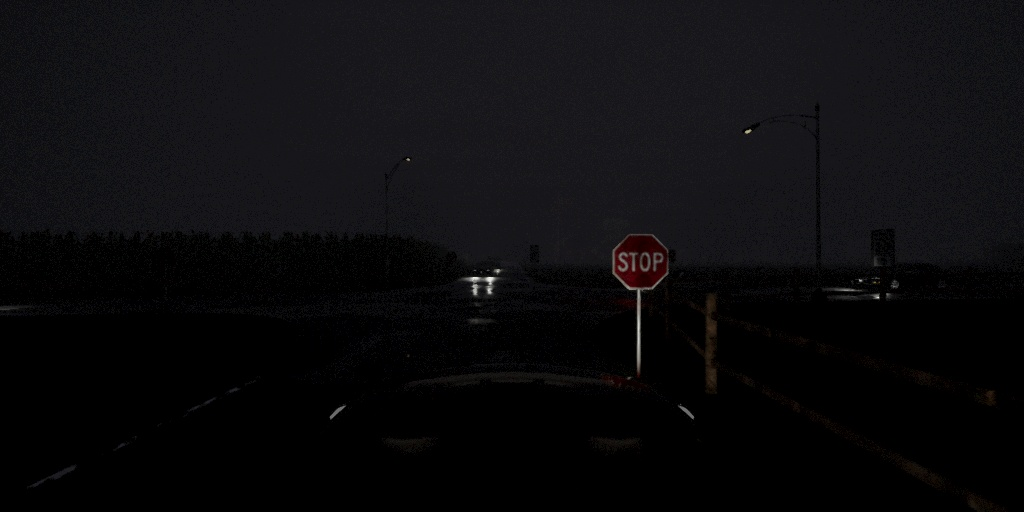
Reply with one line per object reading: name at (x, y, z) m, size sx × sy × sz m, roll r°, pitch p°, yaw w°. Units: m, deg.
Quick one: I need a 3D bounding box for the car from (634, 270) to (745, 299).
car at (8.182, 1.289, 16.770) m, size 4.718 × 1.301 × 1.895 m, roll 0°, pitch 0°, yaw -7°

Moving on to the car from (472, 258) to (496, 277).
car at (-2.885, 1.262, 36.099) m, size 1.837 × 1.490 × 4.892 m, roll 0°, pitch 0°, yaw 0°

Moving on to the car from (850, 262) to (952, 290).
car at (22.126, 1.123, 20.470) m, size 4.892 × 1.490 × 1.837 m, roll -1°, pitch 0°, yaw -5°

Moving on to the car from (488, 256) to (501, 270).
car at (-2.889, 1.006, 55.253) m, size 2.150 × 2.045 × 5.566 m, roll 0°, pitch 0°, yaw 0°
